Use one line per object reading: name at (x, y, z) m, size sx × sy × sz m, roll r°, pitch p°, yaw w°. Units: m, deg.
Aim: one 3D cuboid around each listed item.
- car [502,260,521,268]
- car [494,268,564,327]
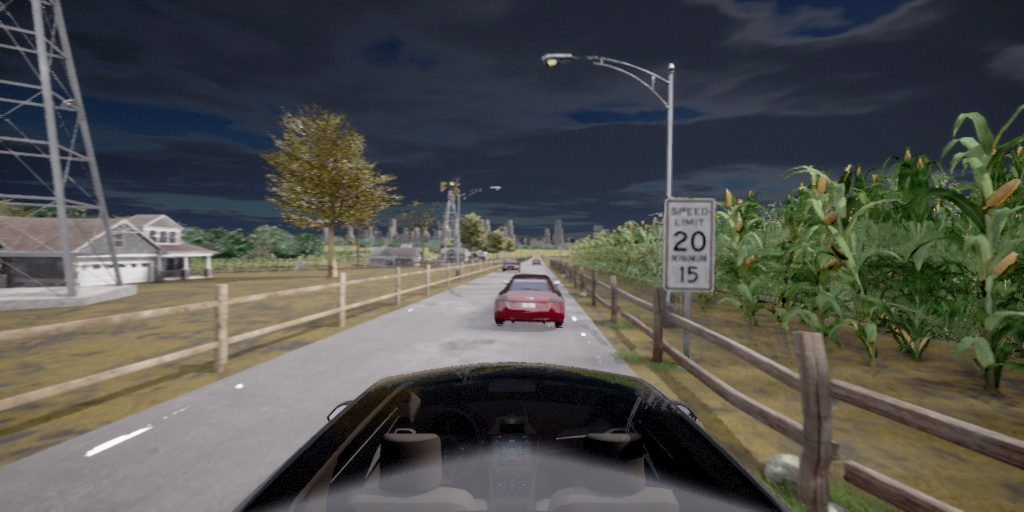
car at (-0.003, 1.132, 41.513) m, size 1.994 × 1.385 × 4.181 m, roll 1°, pitch 0°, yaw 4°
car at (0.585, 1.258, 11.398) m, size 1.994 × 1.385 × 4.181 m, roll 1°, pitch 0°, yaw 4°
